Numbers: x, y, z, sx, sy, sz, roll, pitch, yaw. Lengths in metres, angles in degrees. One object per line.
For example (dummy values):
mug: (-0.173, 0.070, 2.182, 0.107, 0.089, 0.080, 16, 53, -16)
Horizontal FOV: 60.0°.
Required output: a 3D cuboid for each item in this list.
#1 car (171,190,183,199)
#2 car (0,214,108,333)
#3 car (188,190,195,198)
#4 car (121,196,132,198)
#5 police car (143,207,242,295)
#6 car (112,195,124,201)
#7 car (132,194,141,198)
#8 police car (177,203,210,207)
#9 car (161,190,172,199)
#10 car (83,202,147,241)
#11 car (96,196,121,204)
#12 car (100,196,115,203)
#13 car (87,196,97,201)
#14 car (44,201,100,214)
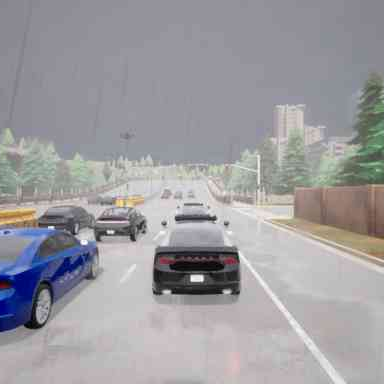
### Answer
car: (-3.645, 0.903, 88.111, 2.097, 1.767, 4.553, 0, 3, 0)
car: (-3.404, 1.478, 6.954, 1.882, 1.535, 5.008, 0, 0, 0)
car: (-0.164, 0.931, 91.320, 1.895, 1.301, 4.718, 0, 4, 0)
car: (-14.044, 1.491, 66.313, 2.128, 1.511, 4.902, 0, 0, 0)
police car: (0.096, 1.425, 8.868, 1.930, 1.638, 5.238, 0, 0, 0)
car: (-17.593, 1.501, 79.322, 1.895, 1.301, 4.718, 0, 1, 0)
car: (-14.126, 1.225, 85.000, 2.128, 1.511, 4.902, 0, 2, 0)
police car: (0.090, 1.425, 18.771, 1.930, 1.638, 5.238, 0, 0, 0)
car: (-7.147, 1.071, 88.534, 1.994, 1.385, 4.181, 0, 4, 0)
car: (-3.417, 1.492, 16.528, 2.128, 1.511, 4.902, 0, 0, 1)
car: (-14.105, 1.547, 56.613, 2.033, 1.411, 5.357, 0, 0, 0)
car: (-17.537, 1.552, 69.263, 1.994, 1.385, 4.181, 0, 0, 0)
car: (-17.585, 1.506, 60.541, 1.837, 1.490, 4.892, 0, 0, 0)
car: (-6.909, 1.505, 18.730, 1.837, 1.490, 4.892, 0, 0, 0)
